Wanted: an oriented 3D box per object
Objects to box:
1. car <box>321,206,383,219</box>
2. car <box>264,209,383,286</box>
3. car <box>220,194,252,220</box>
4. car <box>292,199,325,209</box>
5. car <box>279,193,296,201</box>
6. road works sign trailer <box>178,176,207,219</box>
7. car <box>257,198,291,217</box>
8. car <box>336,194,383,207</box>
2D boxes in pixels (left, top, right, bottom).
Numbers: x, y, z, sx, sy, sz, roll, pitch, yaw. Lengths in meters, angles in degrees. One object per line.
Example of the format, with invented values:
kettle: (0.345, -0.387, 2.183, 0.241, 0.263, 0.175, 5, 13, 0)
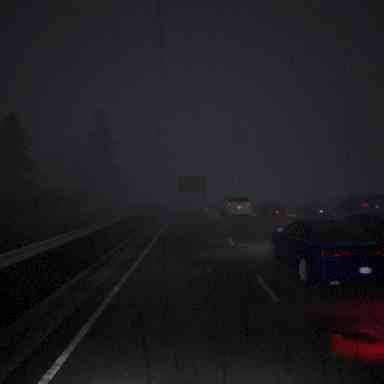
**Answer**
car: (7.103, 1.499, 13.144, 1.837, 1.490, 4.892, 0, 0, 0)
car: (3.601, 1.474, 9.387, 1.882, 1.535, 5.008, 0, 0, 0)
car: (3.604, 1.209, 27.965, 2.150, 2.045, 5.566, 0, 0, 0)
car: (10.605, 1.551, 29.314, 1.994, 1.385, 4.181, 0, 0, 0)
car: (22.932, 1.179, 79.652, 3.866, 1.878, 1.905, 0, 0, 0)
road works sign trailer: (0.004, 0.452, 28.546, 2.380, 3.560, 2.880, 0, 0, 0)
car: (7.105, 1.513, 29.911, 1.812, 1.442, 4.674, 0, 0, 0)
car: (14.105, 1.209, 28.006, 2.150, 2.045, 5.566, 0, 0, 0)
